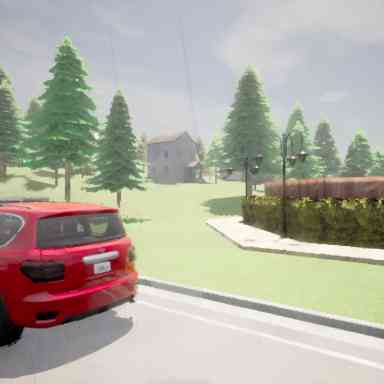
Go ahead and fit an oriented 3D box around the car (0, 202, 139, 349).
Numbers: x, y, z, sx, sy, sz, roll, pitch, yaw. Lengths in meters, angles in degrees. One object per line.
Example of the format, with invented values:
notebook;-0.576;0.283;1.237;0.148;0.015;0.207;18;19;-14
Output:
car;-3.512;1.221;6.497;5.566;2.045;2.150;0;0;35
